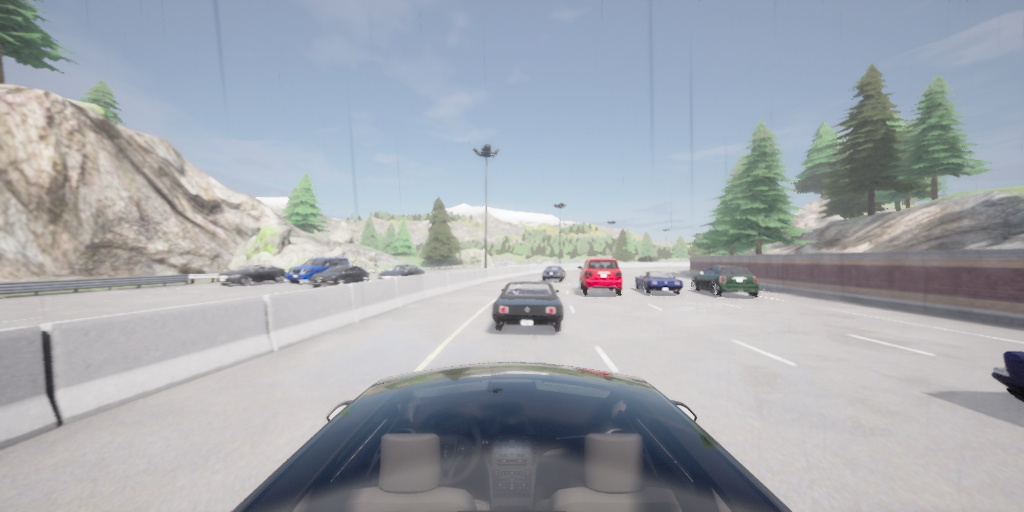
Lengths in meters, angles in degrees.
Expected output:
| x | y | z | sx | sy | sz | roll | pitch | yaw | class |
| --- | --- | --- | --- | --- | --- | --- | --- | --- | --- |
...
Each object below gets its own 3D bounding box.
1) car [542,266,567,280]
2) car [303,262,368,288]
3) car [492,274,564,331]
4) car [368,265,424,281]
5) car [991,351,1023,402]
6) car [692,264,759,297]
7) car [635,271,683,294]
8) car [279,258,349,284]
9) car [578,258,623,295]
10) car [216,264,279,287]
| x | y | z | sx | sy | sz | roll | pitch | yaw | class |
| --- | --- | --- | --- | --- | --- | --- | --- | --- | --- |
| 3.957 | 1.589 | 33.271 | 2.033 | 1.411 | 5.357 | 0 | -1 | 13 | car |
| -12.005 | 1.402 | 25.408 | 1.837 | 1.490 | 4.892 | 0 | -1 | 9 | car |
| 0.564 | 1.437 | 11.400 | 1.895 | 1.301 | 4.718 | 0 | 0 | 4 | car |
| -8.220 | 1.419 | 26.824 | 2.128 | 1.511 | 4.902 | 0 | -1 | 10 | car |
| 7.159 | 1.393 | 2.457 | 1.895 | 1.301 | 4.718 | 0 | 0 | 1 | car |
| 12.268 | 1.328 | 20.951 | 2.097 | 1.767 | 4.553 | 0 | -1 | 8 | car |
| 8.873 | 1.571 | 22.112 | 1.895 | 1.301 | 4.718 | 0 | -1 | 9 | car |
| -15.052 | 1.130 | 28.443 | 2.150 | 2.045 | 5.566 | 0 | -1 | 10 | car |
| 5.259 | 1.169 | 21.622 | 2.150 | 2.045 | 5.566 | 0 | -1 | 9 | car |
| -18.936 | 1.361 | 26.352 | 2.128 | 1.511 | 4.902 | 0 | 0 | 9 | car |
